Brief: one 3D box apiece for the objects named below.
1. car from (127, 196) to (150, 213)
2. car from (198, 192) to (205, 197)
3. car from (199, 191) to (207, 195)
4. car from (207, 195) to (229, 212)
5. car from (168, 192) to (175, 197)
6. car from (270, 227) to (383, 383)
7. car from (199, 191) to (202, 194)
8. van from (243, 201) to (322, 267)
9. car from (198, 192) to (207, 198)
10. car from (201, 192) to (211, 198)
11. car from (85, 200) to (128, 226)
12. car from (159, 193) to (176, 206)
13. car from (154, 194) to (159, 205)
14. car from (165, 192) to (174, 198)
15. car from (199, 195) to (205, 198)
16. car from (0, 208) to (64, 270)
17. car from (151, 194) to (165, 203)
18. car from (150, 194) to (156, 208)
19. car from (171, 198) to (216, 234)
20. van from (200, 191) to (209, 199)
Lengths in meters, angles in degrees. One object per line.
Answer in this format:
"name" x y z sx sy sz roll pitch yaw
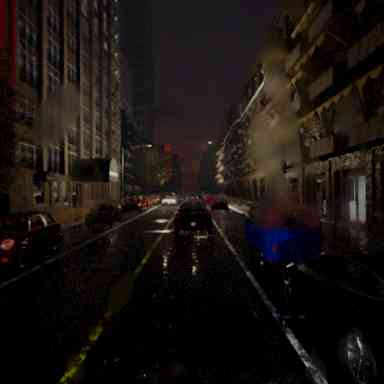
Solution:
"car" -5.698 1.197 33.246 1.967 1.590 4.097 0 1 0
"car" 2.662 0.687 89.947 1.752 1.417 4.829 0 1 0
"car" 2.670 1.033 55.841 2.008 1.369 4.403 0 1 0
"car" 2.681 1.271 33.216 1.802 1.307 4.206 0 1 0
"car" -5.731 0.704 95.297 1.752 1.417 4.829 0 1 0
"car" 2.696 1.501 4.934 1.947 1.339 4.313 0 0 0
"car" 2.663 0.928 67.154 2.008 1.369 4.403 0 1 0
"van" 2.694 1.228 10.589 1.690 1.788 3.998 0 0 0
"car" 2.661 0.784 84.122 1.947 1.339 4.313 0 1 0
"car" 2.672 1.116 50.186 1.802 1.307 4.206 0 1 0
"car" -5.693 1.439 21.935 1.802 1.307 4.206 0 0 0
"car" -3.025 1.225 45.388 1.895 1.301 4.718 0 1 0
"car" -5.707 1.042 50.217 1.967 1.590 4.097 0 1 0
"car" -5.726 0.836 84.155 2.008 1.369 4.403 0 1 0
"car" 0.067 1.286 36.038 1.895 1.301 4.718 0 1 0
"car" -5.687 1.395 10.621 1.967 1.590 4.097 0 0 0
"car" -5.710 1.115 55.874 1.947 1.339 4.313 0 1 0
"car" -5.702 1.287 38.903 1.802 1.307 4.206 0 1 0
"car" 0.066 1.321 18.058 1.882 1.535 5.008 0 1 0
"van" 2.662 0.665 72.808 1.690 1.788 3.998 0 1 0
